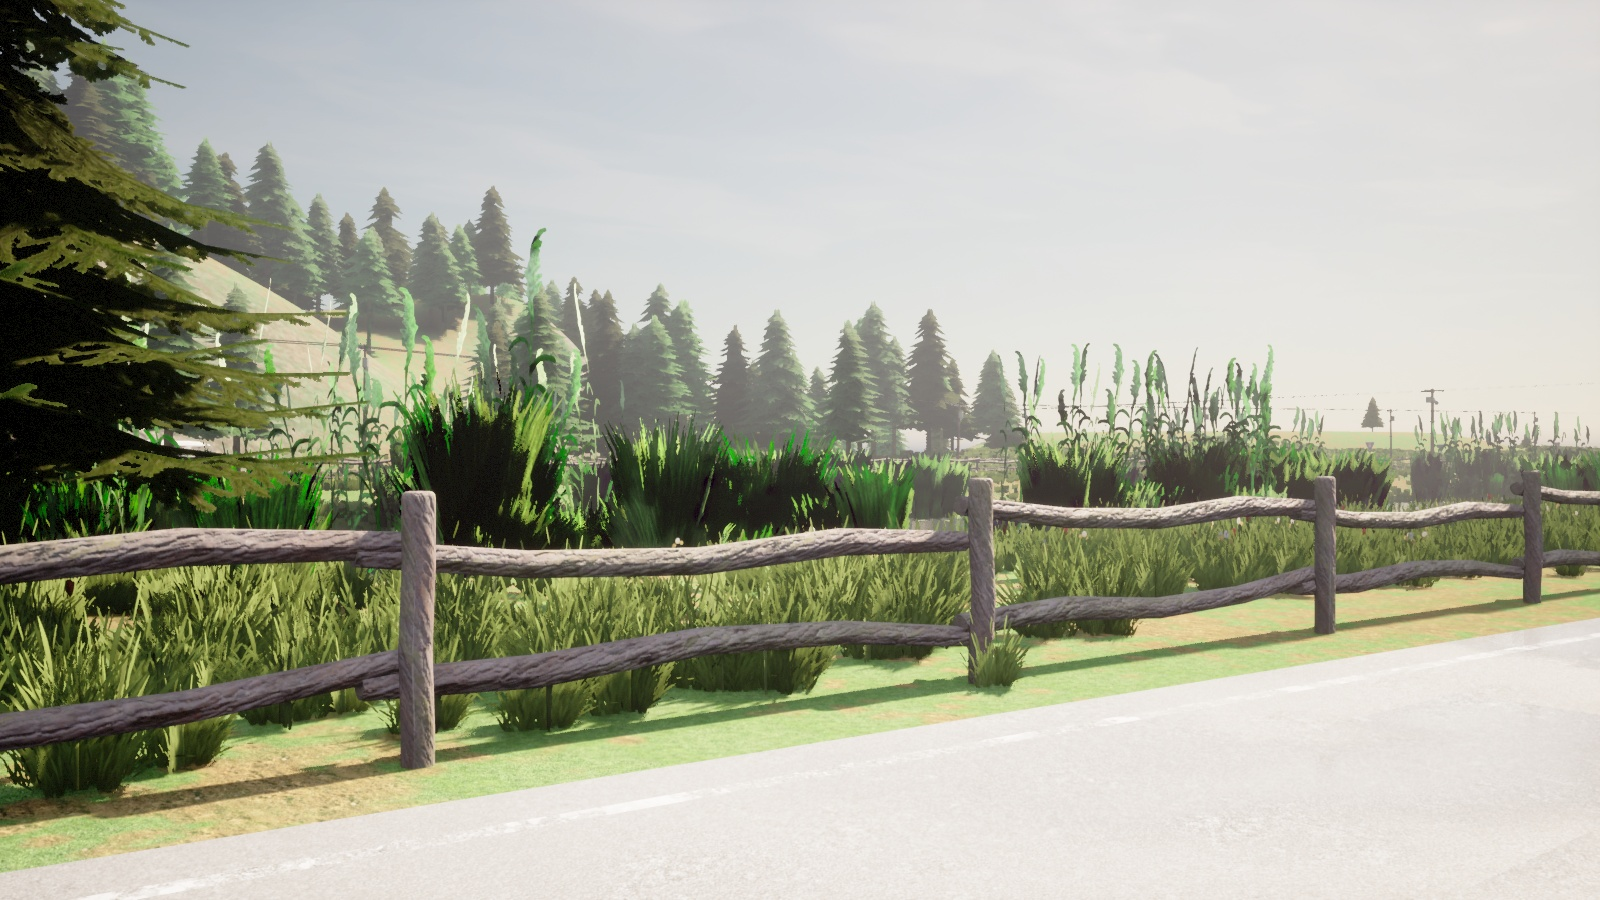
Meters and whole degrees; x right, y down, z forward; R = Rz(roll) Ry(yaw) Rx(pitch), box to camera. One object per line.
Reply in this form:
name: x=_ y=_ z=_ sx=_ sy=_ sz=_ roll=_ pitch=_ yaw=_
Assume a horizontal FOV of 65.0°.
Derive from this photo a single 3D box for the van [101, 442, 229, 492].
van: x=-27.085 y=0.692 z=53.626 sx=4.480 sy=2.038 sz=2.069 roll=0 pitch=0 yaw=-44
